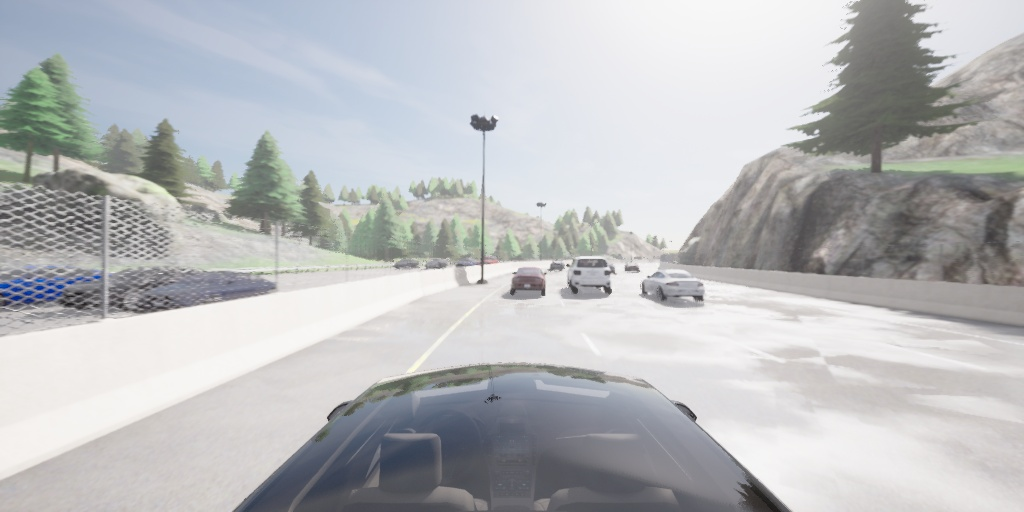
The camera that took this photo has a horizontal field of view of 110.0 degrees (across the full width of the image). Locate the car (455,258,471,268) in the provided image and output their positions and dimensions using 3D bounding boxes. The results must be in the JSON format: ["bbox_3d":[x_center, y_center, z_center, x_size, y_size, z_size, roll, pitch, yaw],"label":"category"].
[{"bbox_3d":[-7.103,1.101,55.394,2.097,1.767,4.553,1,0,15],"label":"car"}]

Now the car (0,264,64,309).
[{"bbox_3d":[-17.269,1.063,12.923,1.882,1.535,5.008,1,0,3],"label":"car"}]

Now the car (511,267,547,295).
[{"bbox_3d":[0.979,1.311,20.093,1.812,1.442,4.674,0,0,5],"label":"car"}]

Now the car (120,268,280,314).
[{"bbox_3d":[-10.282,1.221,12.532,1.994,1.385,4.181,1,0,3],"label":"car"}]

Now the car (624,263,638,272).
[{"bbox_3d":[17.112,1.597,51.352,1.895,1.301,4.718,1,0,16],"label":"car"}]

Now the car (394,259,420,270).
[{"bbox_3d":[-15.183,1.165,51.985,1.837,1.490,4.892,1,0,14],"label":"car"}]

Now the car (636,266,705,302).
[{"bbox_3d":[7.809,1.379,17.721,1.812,1.442,4.674,0,0,5],"label":"car"}]

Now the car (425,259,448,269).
[{"bbox_3d":[-11.234,1.194,53.348,2.128,1.511,4.902,1,0,14],"label":"car"}]

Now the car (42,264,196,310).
[{"bbox_3d":[-13.721,1.128,13.745,1.837,1.490,4.892,1,0,4],"label":"car"}]

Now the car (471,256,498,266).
[{"bbox_3d":[-3.804,0.997,54.238,2.150,2.045,5.566,1,0,15],"label":"car"}]

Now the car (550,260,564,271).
[{"bbox_3d":[6.715,1.381,52.301,2.128,1.511,4.902,0,0,15],"label":"car"}]

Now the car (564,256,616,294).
[{"bbox_3d":[4.491,1.046,21.382,2.150,2.045,5.566,0,0,6],"label":"car"}]
